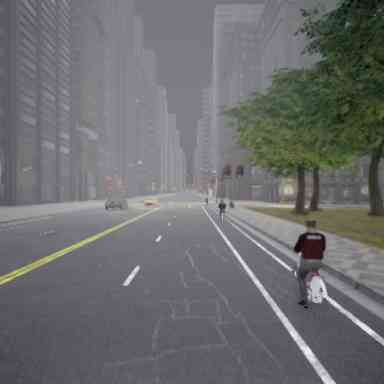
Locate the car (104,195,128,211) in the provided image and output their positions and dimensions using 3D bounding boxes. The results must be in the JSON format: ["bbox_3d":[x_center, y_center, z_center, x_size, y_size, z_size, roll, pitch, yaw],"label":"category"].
[{"bbox_3d":[-9.825,1.347,43.684,2.150,2.045,5.566,0,0,0],"label":"car"}]

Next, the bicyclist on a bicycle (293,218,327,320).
[{"bbox_3d":[2.240,1.383,6.480,0.659,1.776,1.843,0,0,0],"label":"bicyclist on a bicycle"}]

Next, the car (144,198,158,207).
[{"bbox_3d":[-6.509,1.644,53.303,1.882,1.535,5.008,0,-1,0],"label":"car"}]

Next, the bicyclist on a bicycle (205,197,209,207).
[{"bbox_3d":[2.269,1.608,50.711,0.582,1.620,1.656,0,-1,0],"label":"bicyclist on a bicycle"}]

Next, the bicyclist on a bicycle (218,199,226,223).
[{"bbox_3d":[2.265,1.427,25.158,0.659,1.776,1.843,0,0,0],"label":"bicyclist on a bicycle"}]
